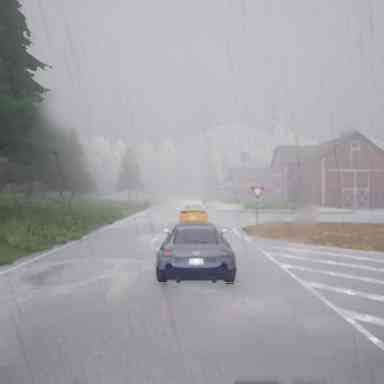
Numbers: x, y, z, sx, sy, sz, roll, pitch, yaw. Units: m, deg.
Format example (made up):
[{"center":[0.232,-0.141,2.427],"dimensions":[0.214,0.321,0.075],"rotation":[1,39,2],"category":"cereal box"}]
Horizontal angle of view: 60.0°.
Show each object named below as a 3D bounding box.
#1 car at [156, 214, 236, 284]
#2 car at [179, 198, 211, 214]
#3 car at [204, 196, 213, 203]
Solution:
[{"center":[0.096,1.557,9.594],"dimensions":[1.994,1.385,4.181],"rotation":[0,0,0],"category":"car"},{"center":[0.095,1.461,23.418],"dimensions":[1.882,1.535,5.008],"rotation":[0,0,0],"category":"car"},{"center":[2.958,1.415,63.107],"dimensions":[1.816,1.474,4.193],"rotation":[-6,0,-2],"category":"car"}]
